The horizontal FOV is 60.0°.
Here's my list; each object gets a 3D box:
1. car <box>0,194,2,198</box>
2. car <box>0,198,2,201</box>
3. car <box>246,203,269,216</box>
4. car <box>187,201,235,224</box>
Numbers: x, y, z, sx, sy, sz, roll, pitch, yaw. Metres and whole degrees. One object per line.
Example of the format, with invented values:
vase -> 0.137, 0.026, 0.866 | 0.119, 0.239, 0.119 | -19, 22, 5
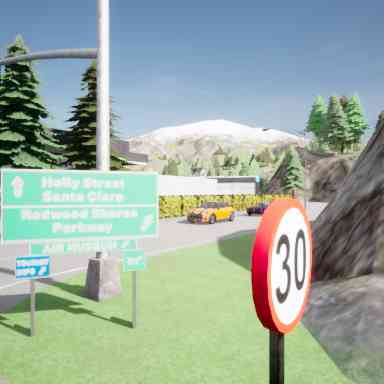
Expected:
car -> -38.665, 1.489, 69.982 | 4.514, 1.523, 2.007 | 0, 0, 35
car -> -12.422, 1.504, 26.064 | 1.905, 1.878, 3.866 | 0, 0, 35
car -> 7.468, 1.792, 34.853 | 1.895, 1.301, 4.718 | 0, 0, 36
car -> 1.563, 1.544, 26.726 | 2.097, 1.767, 4.553 | 0, 0, 36
